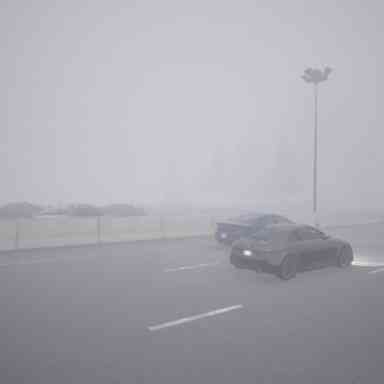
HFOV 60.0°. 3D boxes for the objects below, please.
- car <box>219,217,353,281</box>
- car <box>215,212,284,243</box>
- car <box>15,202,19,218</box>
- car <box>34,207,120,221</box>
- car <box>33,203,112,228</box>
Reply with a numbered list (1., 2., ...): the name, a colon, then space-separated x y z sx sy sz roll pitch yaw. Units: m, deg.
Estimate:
1. car: 3.158 1.679 10.333 4.181 1.385 1.994 1 -1 -36
2. car: 3.288 1.641 14.738 5.008 1.535 1.882 1 -1 -36
3. car: -14.807 1.559 27.837 5.008 1.535 1.882 1 -1 -36
4. car: -7.116 1.696 20.435 4.718 1.301 1.895 1 -1 -36
5. car: -8.470 1.602 23.771 4.902 1.511 2.128 1 -1 -36
